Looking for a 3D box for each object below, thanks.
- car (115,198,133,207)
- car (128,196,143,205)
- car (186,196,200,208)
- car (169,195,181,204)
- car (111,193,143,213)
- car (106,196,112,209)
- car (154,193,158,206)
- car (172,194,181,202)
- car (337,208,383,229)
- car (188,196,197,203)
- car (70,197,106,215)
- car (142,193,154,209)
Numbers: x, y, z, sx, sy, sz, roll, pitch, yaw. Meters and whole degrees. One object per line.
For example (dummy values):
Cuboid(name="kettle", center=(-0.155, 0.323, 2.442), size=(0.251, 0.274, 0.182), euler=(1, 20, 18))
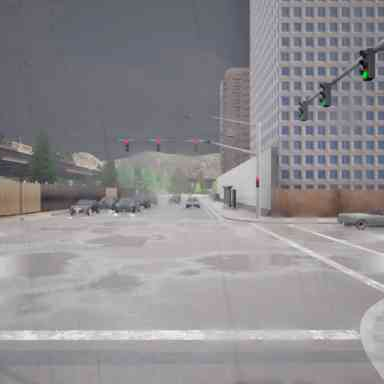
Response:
Cuboid(name="car", center=(-10.560, 1.601, 51.942), size=(1.895, 1.301, 4.718), euler=(0, 0, 0))
Cuboid(name="car", center=(-10.526, 1.478, 62.161), size=(1.882, 1.535, 5.008), euler=(0, 0, 0))
Cuboid(name="car", center=(0.121, 1.601, 48.437), size=(1.895, 1.301, 4.718), euler=(0, 0, 0))
Cuboid(name="car", center=(-3.466, 1.601, 64.288), size=(1.895, 1.301, 4.718), euler=(0, 0, 0))
Cuboid(name="car", center=(-7.068, 1.352, 36.797), size=(2.097, 1.767, 4.553), euler=(0, 0, 0))
Cuboid(name="car", center=(-10.569, 1.352, 42.148), size=(2.097, 1.767, 4.553), euler=(0, 0, 0))
Cuboid(name="car", center=(-7.034, 1.221, 56.963), size=(2.150, 2.045, 5.566), euler=(0, 0, 0))
Cuboid(name="car", center=(-3.461, 1.305, 74.481), size=(1.882, 1.535, 5.008), euler=(0, 0, 0))
Cuboid(name="car", center=(11.865, 1.656, 21.187), size=(4.718, 1.301, 1.895), euler=(0, 0, 0))
Cuboid(name="car", center=(0.081, 1.600, 70.618), size=(1.895, 1.301, 4.718), euler=(0, 0, 0))
Cuboid(name="car", center=(-10.585, 1.492, 33.251), size=(2.128, 1.511, 4.902), euler=(0, 0, 1))
Cuboid(name="car", center=(-7.059, 1.221, 46.233), size=(2.150, 2.045, 5.566), euler=(0, 0, 0))
